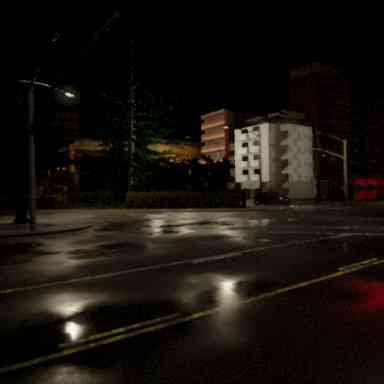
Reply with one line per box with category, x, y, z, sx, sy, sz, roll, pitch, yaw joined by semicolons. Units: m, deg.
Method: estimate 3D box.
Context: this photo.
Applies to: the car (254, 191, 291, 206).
car;9.732;0.737;40.254;2.097;1.767;4.553;-2;1;-35
